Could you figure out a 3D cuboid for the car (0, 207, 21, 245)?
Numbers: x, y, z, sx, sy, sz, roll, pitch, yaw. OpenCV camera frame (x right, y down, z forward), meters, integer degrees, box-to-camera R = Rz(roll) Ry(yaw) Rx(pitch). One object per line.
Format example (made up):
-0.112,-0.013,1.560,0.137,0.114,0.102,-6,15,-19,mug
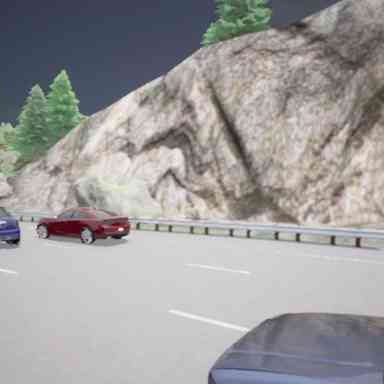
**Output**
-9.321,1.334,13.967,4.553,1.767,2.097,0,0,31,car

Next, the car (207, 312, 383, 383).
2.660,1.540,2.042,5.357,1.411,2.033,0,0,36,car

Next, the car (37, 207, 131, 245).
-5.145,1.452,15.532,5.008,1.535,1.882,0,0,32,car
